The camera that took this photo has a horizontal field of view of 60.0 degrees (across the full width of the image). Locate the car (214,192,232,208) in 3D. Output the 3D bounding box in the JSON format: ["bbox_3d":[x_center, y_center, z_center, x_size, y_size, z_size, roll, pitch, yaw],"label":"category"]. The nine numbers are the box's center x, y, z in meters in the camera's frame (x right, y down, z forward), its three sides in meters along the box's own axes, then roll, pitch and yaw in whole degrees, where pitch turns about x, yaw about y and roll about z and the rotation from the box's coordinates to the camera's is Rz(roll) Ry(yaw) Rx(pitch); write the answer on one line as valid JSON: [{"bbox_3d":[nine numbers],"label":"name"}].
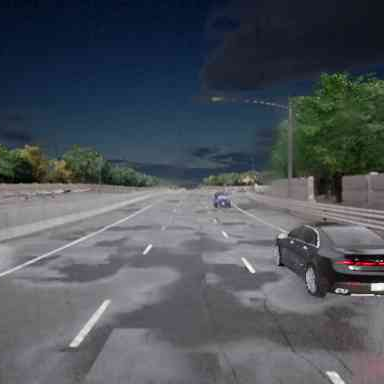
[{"bbox_3d":[3.659,1.081,40.574,1.812,1.442,4.674,0,2,2],"label":"car"}]

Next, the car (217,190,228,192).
[{"bbox_3d":[5.525,0.438,64.201,1.837,1.490,4.892,0,1,7],"label":"car"}]

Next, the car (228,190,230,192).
[{"bbox_3d":[8.765,0.162,83.806,2.033,1.411,5.357,0,1,12],"label":"car"}]

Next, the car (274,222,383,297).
[{"bbox_3d":[3.497,1.530,8.632,1.837,1.490,4.892,0,0,0],"label":"car"}]
